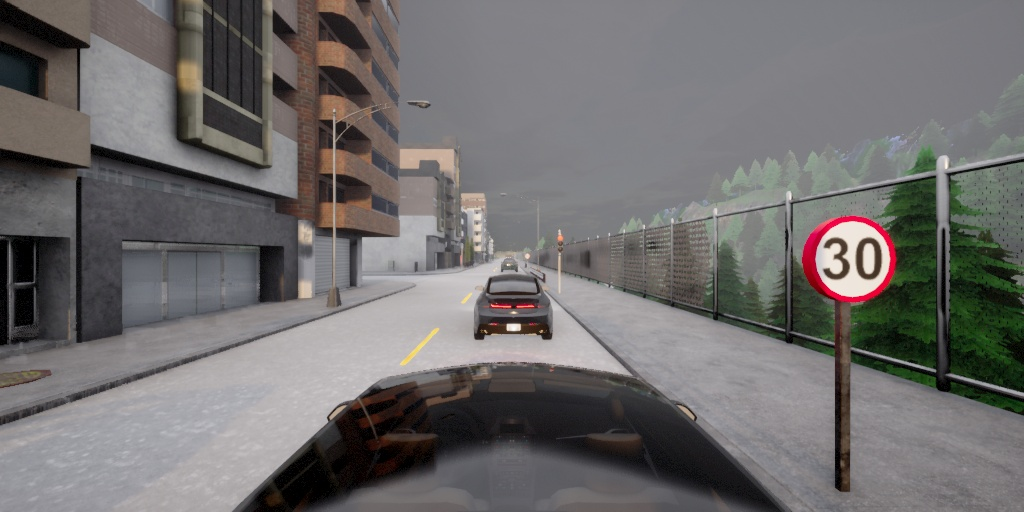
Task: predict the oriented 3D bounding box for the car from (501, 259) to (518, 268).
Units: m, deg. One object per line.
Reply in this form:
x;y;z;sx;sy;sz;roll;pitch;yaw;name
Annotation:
-0.332;1.102;45.568;2.097;1.767;4.553;0;0;-1;car

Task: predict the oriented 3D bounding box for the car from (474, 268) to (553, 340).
0.015;1.255;9.957;1.837;1.490;4.892;0;0;0;car
